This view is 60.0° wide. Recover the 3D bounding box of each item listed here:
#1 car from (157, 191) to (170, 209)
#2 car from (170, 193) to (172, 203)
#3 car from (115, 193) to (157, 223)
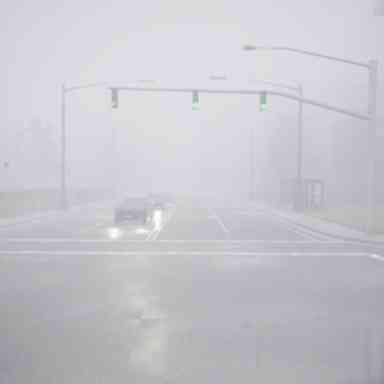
[{"bbox_3d":[-3.622,0.834,32.558,2.128,1.511,4.902,1,1,0],"label":"car"},{"bbox_3d":[-3.606,0.598,43.136,1.882,1.535,5.008,1,1,0],"label":"car"},{"bbox_3d":[-3.614,1.054,21.400,1.882,1.535,5.008,1,1,0],"label":"car"}]
